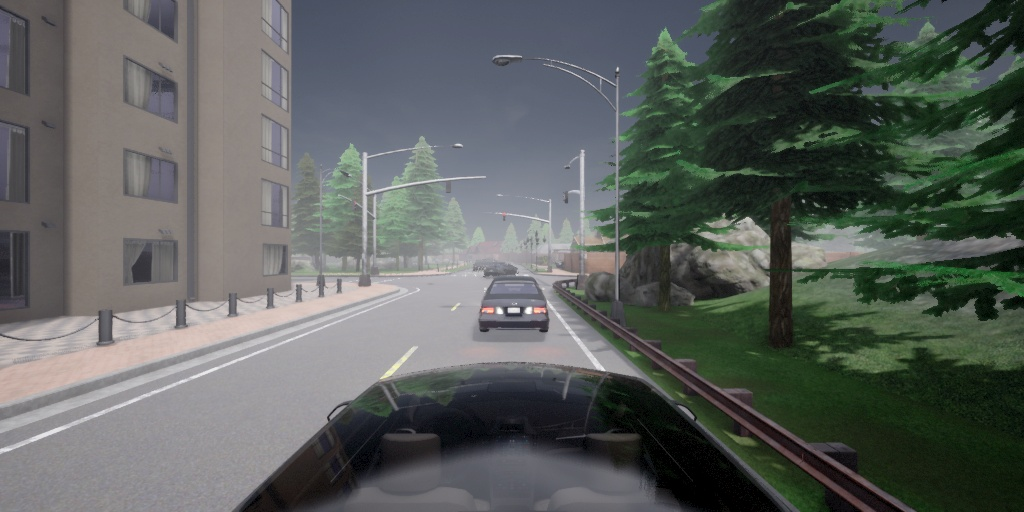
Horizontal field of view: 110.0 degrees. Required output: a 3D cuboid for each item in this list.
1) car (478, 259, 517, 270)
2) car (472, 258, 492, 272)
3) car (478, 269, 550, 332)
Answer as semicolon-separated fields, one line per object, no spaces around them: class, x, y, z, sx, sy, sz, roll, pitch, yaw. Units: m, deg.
car;-1.019;1.290;34.098;1.994;1.385;4.181;0;0;26
car;-4.012;1.225;46.336;1.837;1.490;4.892;0;0;0
car;0.066;1.297;10.778;2.033;1.411;5.357;0;0;1
